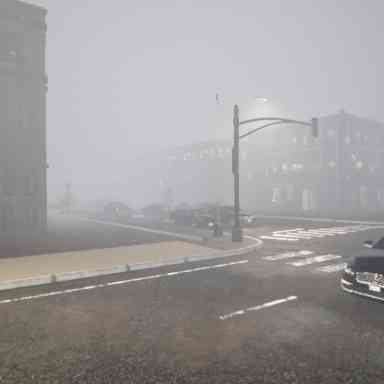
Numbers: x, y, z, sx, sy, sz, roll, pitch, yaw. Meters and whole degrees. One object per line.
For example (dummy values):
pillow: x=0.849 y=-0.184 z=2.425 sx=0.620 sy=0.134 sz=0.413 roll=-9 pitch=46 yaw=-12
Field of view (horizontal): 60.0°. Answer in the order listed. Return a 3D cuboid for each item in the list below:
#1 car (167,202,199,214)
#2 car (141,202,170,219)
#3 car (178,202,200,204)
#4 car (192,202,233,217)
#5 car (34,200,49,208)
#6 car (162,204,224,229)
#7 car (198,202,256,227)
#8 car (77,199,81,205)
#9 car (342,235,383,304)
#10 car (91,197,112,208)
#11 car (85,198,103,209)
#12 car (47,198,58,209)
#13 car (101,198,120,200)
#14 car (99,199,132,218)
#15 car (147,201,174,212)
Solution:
car: x=-1.093 y=1.903 z=40.303 sx=1.802 sy=1.307 sz=4.206 roll=-2 pitch=0 yaw=-35
car: x=-3.260 y=1.877 z=33.360 sx=2.033 sy=1.411 sz=5.357 roll=-1 pitch=0 yaw=-36
car: x=1.028 y=1.756 z=32.802 sx=2.128 sy=1.511 sz=4.902 roll=-1 pitch=0 yaw=-35
car: x=2.110 y=1.809 z=35.788 sx=2.008 sy=1.369 sz=4.403 roll=-2 pitch=0 yaw=-35
car: x=-30.348 y=2.375 z=67.052 sx=2.008 sy=1.369 sz=4.403 roll=-1 pitch=0 yaw=-35
car: x=0.004 y=1.814 z=24.064 sx=1.947 sy=1.339 sz=4.313 roll=-1 pitch=0 yaw=-35
car: x=2.685 y=1.737 z=24.990 sx=1.812 sy=1.442 sz=4.674 roll=-1 pitch=0 yaw=-33
car: x=-26.717 y=2.363 z=76.417 sx=1.947 sy=1.339 sz=4.313 roll=-1 pitch=0 yaw=-35
car: x=5.307 y=1.503 z=7.459 sx=4.892 sy=1.490 sz=1.837 roll=0 pitch=0 yaw=-35
car: x=-17.114 y=1.939 z=62.873 sx=2.192 sy=1.841 sz=5.009 roll=-1 pitch=0 yaw=-35
car: x=-16.288 y=2.160 z=57.256 sx=1.994 sy=1.385 sz=4.181 roll=-1 pitch=0 yaw=-35
car: x=-23.844 y=2.232 z=57.884 sx=1.752 sy=1.417 sz=4.829 roll=-1 pitch=0 yaw=-35
car: x=-9.254 y=1.938 z=41.827 sx=2.128 sy=1.511 sz=4.902 roll=-1 pitch=0 yaw=-35
car: x=-7.929 y=1.846 z=35.451 sx=1.967 sy=1.590 sz=4.097 roll=-1 pitch=0 yaw=-35
car: x=-4.295 y=1.966 z=44.817 sx=1.802 sy=1.307 sz=4.206 roll=-2 pitch=0 yaw=-35
